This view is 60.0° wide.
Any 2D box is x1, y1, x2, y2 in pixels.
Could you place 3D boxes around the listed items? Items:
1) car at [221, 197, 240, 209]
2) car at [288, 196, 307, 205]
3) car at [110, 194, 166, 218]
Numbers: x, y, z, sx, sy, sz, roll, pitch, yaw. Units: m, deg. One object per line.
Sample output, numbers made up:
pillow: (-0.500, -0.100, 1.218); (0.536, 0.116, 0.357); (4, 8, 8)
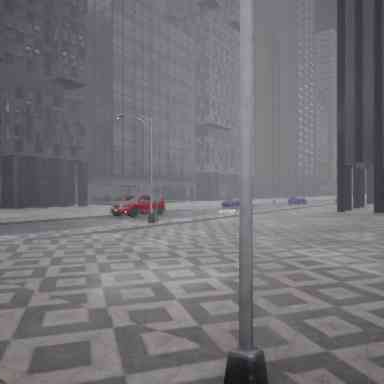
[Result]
car: (5.735, 1.422, 44.297); (1.882, 1.535, 5.008); (0, 0, 36)
car: (17.568, 1.401, 55.129); (1.882, 1.535, 5.008); (0, 0, 36)
car: (-4.729, 1.191, 30.046); (2.150, 2.045, 5.566); (0, 0, 36)
